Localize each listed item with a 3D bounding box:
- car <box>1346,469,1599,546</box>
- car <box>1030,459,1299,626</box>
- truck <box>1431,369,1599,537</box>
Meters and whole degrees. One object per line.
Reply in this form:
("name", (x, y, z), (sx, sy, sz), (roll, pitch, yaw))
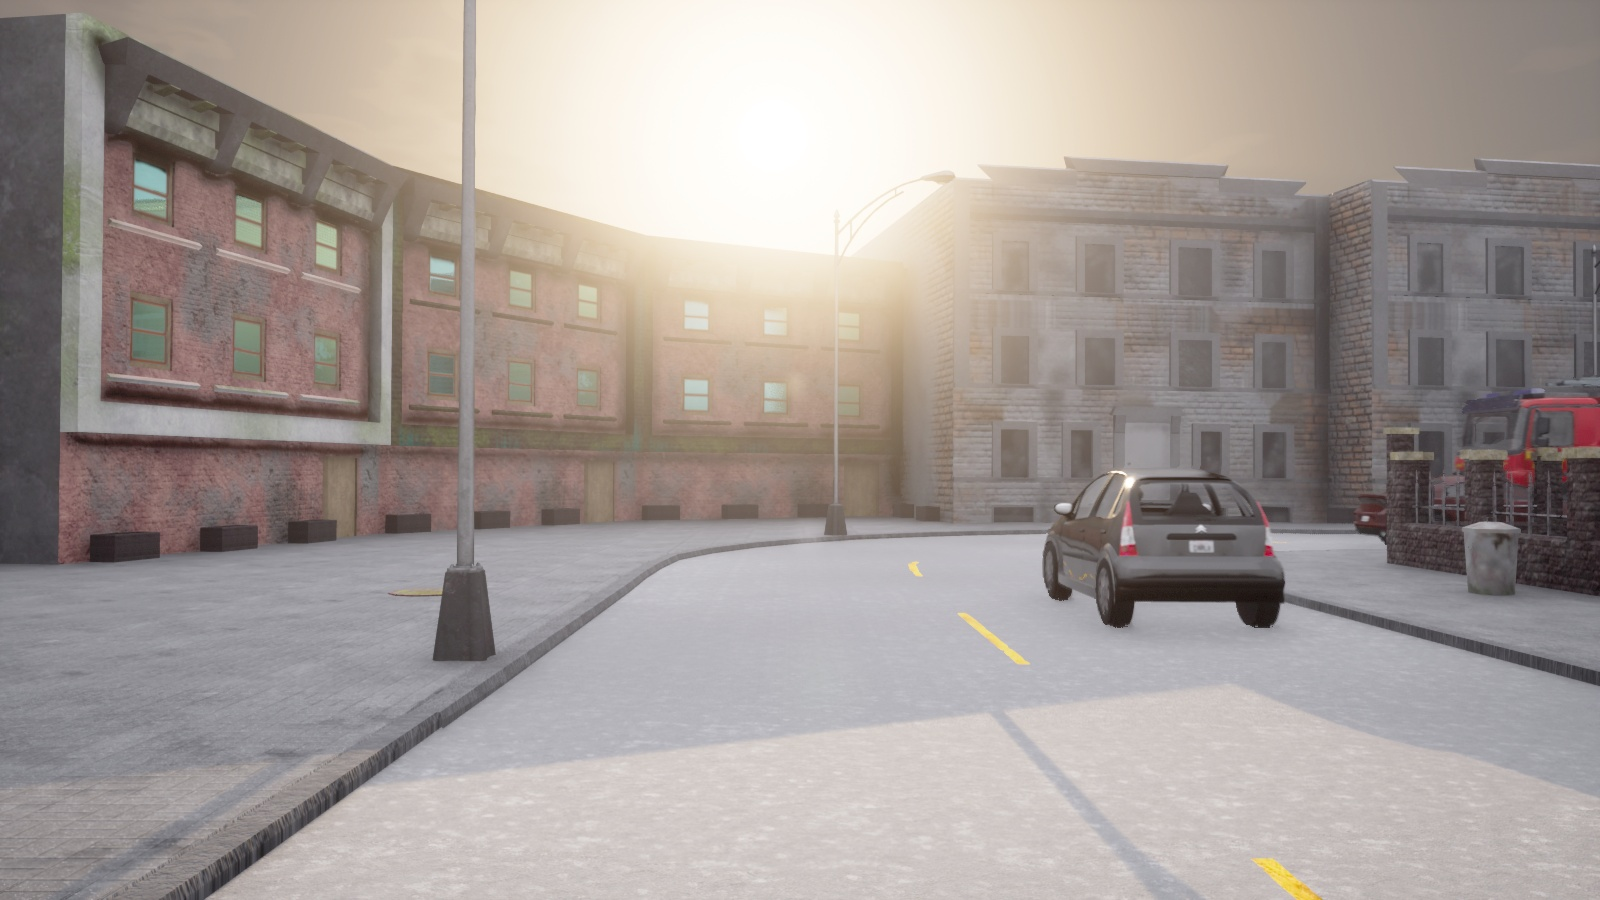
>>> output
("car", (14.327, 1.174, 26.230), (5.008, 1.535, 1.882), (0, -1, -2))
("car", (3.915, 0.935, 14.225), (1.851, 1.617, 3.988), (0, -1, 0))
("truck", (20.176, 0.075, 30.219), (8.468, 3.827, 2.891), (0, -1, 0))
